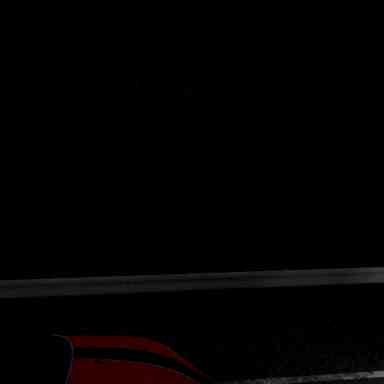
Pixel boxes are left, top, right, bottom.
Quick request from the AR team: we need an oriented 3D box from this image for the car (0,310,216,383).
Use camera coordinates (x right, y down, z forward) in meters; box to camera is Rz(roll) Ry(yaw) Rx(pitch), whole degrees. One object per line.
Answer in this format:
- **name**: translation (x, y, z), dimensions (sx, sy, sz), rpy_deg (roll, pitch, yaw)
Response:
- **car**: translation (-1.852, 1.352, 1.664), dimensions (4.553, 1.767, 2.097), rpy_deg (0, 0, -6)
